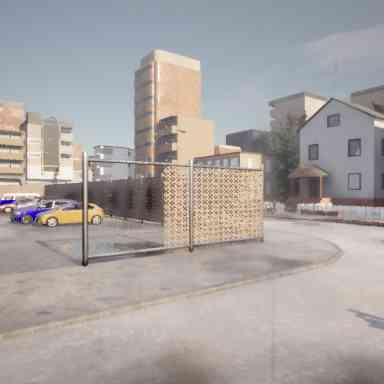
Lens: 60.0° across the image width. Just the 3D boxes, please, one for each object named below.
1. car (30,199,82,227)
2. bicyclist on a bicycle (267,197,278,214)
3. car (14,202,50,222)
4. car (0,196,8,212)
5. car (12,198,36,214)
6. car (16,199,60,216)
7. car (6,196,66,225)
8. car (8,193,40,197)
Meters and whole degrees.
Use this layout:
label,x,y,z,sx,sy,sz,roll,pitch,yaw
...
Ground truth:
label,x,y,z,sx,sy,sz,roll,pitch,yaw
car,-7.861,1.416,21.537,4.193,1.474,1.816,0,0,-36
bicyclist on a bicycle,7.743,1.349,31.975,1.656,1.620,0.582,0,0,-36
car,-12.041,1.451,25.065,2.207,1.379,1.481,0,0,-36
car,-17.873,1.474,35.595,5.357,1.415,2.033,0,0,-36
car,-17.871,1.402,35.318,1.789,1.547,3.705,0,0,-36
car,-14.816,1.413,32.028,3.633,1.501,1.845,0,0,-36
car,-10.305,1.348,23.688,4.611,1.667,2.242,0,0,-36
car,-12.595,1.242,27.326,3.866,1.878,1.905,0,0,-36
